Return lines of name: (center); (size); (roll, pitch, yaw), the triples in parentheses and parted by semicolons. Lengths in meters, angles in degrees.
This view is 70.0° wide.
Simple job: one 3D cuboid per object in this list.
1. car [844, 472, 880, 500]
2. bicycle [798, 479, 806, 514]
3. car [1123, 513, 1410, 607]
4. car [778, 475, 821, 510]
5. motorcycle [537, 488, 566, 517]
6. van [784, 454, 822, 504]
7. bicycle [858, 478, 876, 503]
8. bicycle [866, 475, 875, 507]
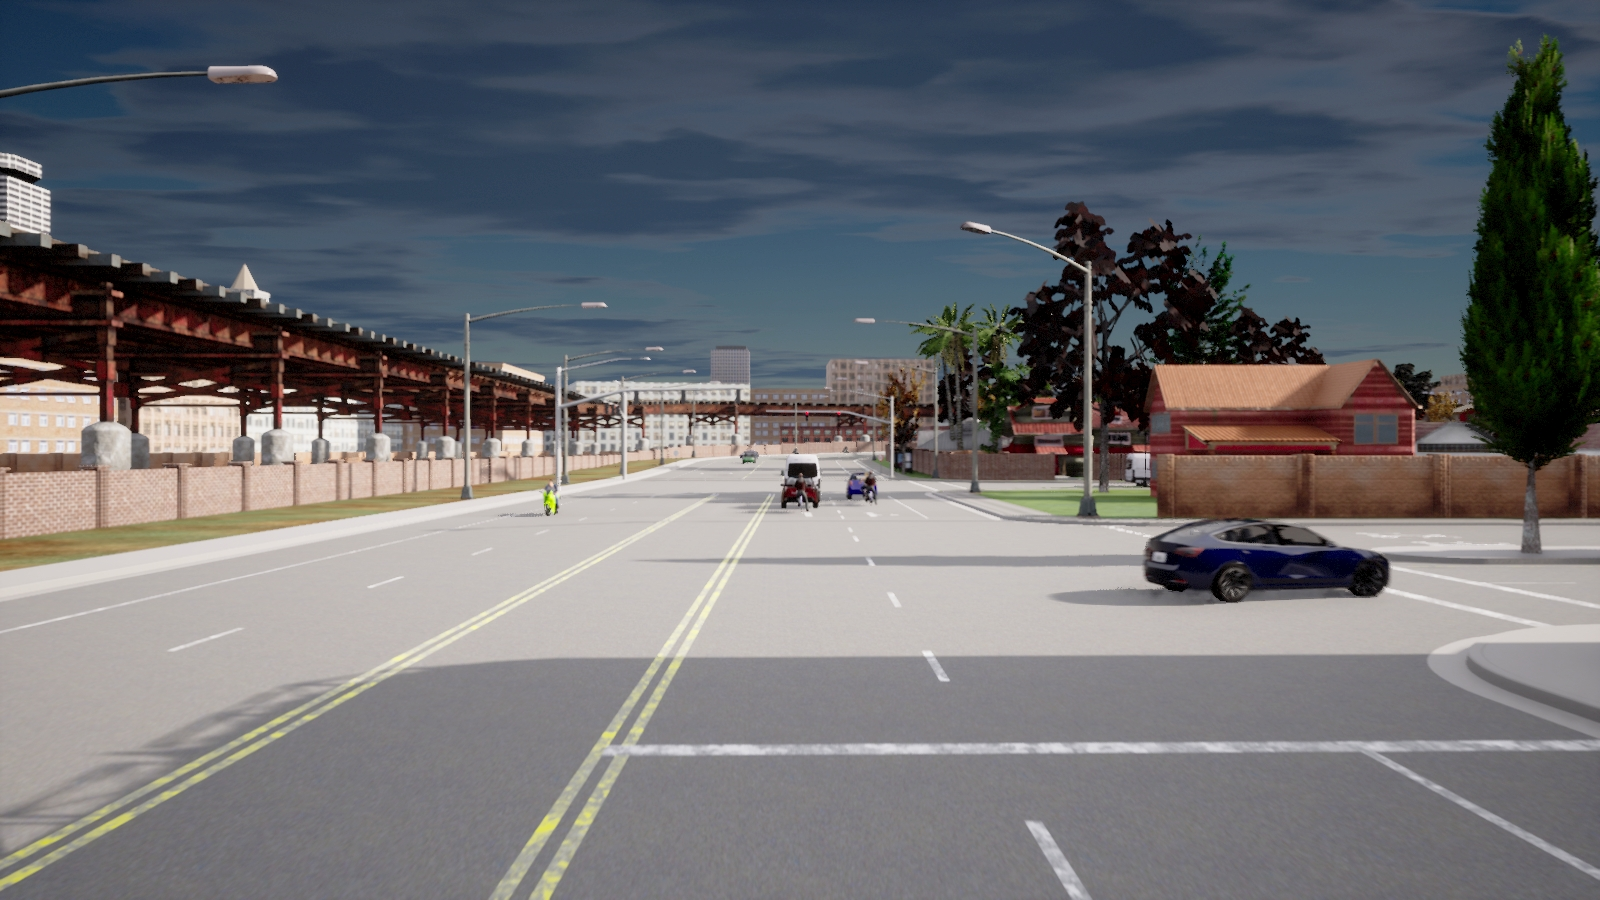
car: (3.497, 2.031, 65.226); (1.845, 1.501, 3.633); (0, 0, 0)
bicycle: (0.075, 2.040, 50.719); (0.329, 1.496, 1.835); (-1, 0, 0)
car: (8.967, 2.060, 22.091); (4.792, 1.488, 2.163); (0, 0, -15)
car: (-0.011, 2.034, 55.926); (2.007, 1.525, 4.514); (0, 0, 0)
motorcycle: (-10.473, 2.208, 48.199); (0.803, 1.145, 2.033); (0, 0, 0)
van: (0.098, 1.528, 62.906); (1.988, 2.561, 5.915); (0, 0, -1)
bicycle: (3.527, 2.139, 60.631); (0.859, 1.301, 1.487); (0, 0, -1)
bicycle: (3.536, 2.042, 57.002); (0.329, 1.496, 1.835); (0, 0, 0)
